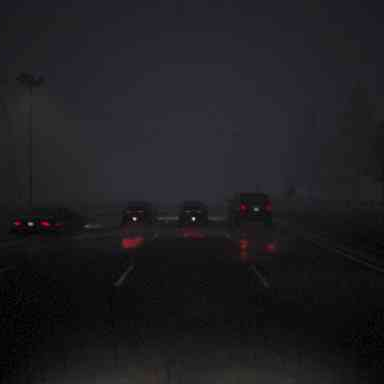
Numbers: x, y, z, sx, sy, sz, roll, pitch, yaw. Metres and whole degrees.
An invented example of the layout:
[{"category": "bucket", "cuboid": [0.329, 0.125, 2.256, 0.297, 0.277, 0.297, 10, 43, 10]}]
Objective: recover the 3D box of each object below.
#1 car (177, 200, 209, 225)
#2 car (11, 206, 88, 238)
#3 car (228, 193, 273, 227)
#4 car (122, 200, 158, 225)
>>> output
[{"category": "car", "cuboid": [0.096, 1.320, 22.190, 1.837, 1.490, 4.892, 0, 0, 0]}, {"category": "car", "cuboid": [-6.903, 1.407, 16.740, 2.033, 1.411, 5.357, 0, 0, 0]}, {"category": "car", "cuboid": [3.595, 1.044, 21.292, 2.150, 2.045, 5.566, 0, 0, 0]}, {"category": "car", "cuboid": [-3.405, 1.320, 22.170, 1.837, 1.490, 4.892, 0, 0, 0]}]
